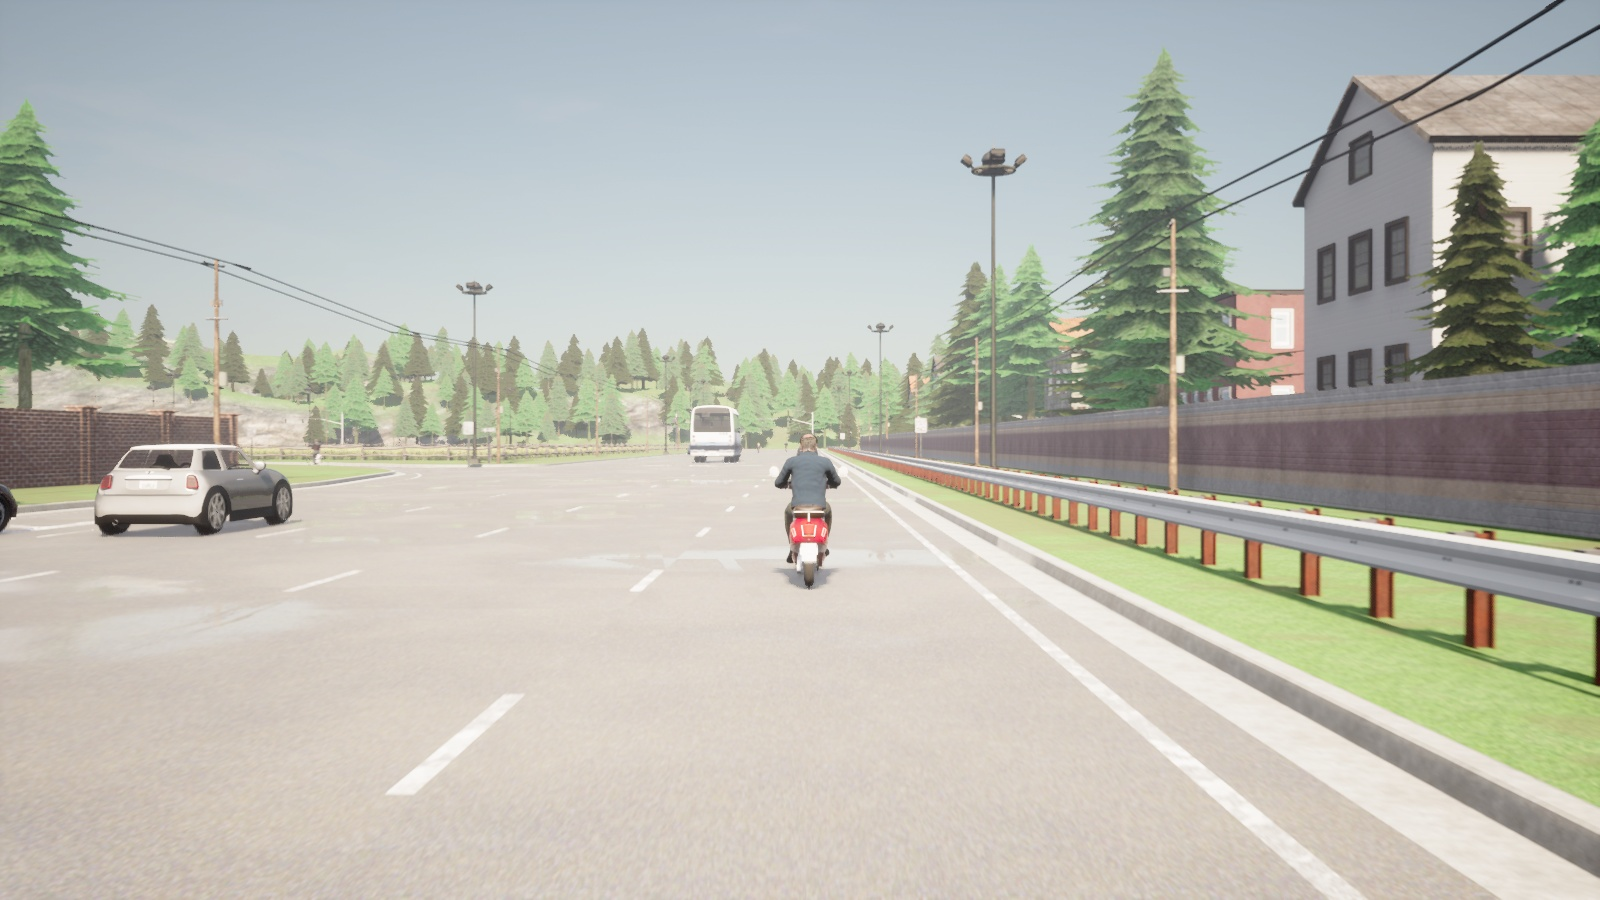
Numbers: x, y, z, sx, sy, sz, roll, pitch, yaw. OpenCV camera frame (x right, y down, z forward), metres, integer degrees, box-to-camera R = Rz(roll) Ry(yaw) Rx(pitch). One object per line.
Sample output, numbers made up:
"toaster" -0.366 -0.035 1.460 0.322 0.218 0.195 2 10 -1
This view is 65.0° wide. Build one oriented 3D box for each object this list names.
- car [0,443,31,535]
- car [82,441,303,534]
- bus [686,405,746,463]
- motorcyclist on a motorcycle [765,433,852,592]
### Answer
"car" -13.876 0.639 19.063 1.816 1.474 4.193 0 0 0
"car" -10.361 0.578 21.768 1.970 1.475 3.806 0 0 0
"bus" -6.428 -1.200 97.823 3.944 4.253 10.273 0 0 0
"motorcyclist on a motorcycle" 0.092 0.622 13.507 0.866 1.590 1.817 0 0 0
